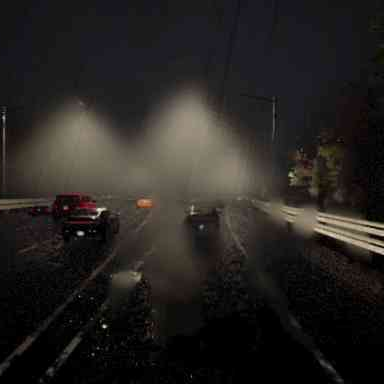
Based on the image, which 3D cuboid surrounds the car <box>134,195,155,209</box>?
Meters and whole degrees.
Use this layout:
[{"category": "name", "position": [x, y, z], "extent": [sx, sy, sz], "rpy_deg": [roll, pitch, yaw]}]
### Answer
[{"category": "car", "position": [-6.158, 1.304, 44.864], "extent": [2.097, 1.767, 4.553], "rpy_deg": [0, 0, -3]}]

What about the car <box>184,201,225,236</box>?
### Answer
[{"category": "car", "position": [0.624, 1.495, 18.556], "extent": [2.128, 1.511, 4.902], "rpy_deg": [0, 0, 3]}]

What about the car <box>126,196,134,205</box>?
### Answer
[{"category": "car", "position": [-10.353, 1.414, 58.147], "extent": [2.128, 1.511, 4.902], "rpy_deg": [0, 0, -3]}]

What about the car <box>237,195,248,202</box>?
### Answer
[{"category": "car", "position": [13.655, 1.884, 92.388], "extent": [1.882, 1.535, 5.008], "rpy_deg": [0, 0, 18]}]

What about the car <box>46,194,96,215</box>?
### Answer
[{"category": "car", "position": [-8.629, 1.159, 24.995], "extent": [2.150, 2.045, 5.566], "rpy_deg": [0, 0, -3]}]

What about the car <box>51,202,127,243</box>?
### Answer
[{"category": "car", "position": [-4.654, 1.458, 15.925], "extent": [2.128, 1.511, 4.902], "rpy_deg": [0, 0, -3]}]

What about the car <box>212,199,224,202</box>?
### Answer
[{"category": "car", "position": [3.691, 1.695, 47.933], "extent": [1.994, 1.385, 4.181], "rpy_deg": [0, 0, 9]}]

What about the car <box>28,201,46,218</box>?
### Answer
[{"category": "car", "position": [-12.348, 1.458, 29.041], "extent": [2.033, 1.411, 5.357], "rpy_deg": [0, 0, -3]}]
